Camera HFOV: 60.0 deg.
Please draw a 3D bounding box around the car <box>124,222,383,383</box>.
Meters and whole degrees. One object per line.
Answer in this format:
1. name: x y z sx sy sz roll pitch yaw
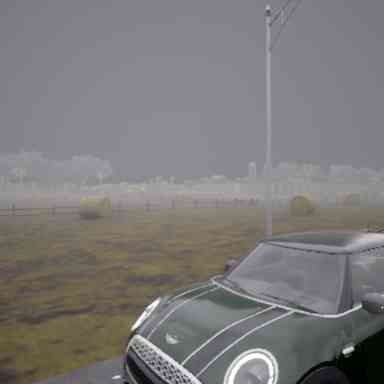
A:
1. car: 1.485 1.343 4.139 4.553 1.767 2.097 0 0 -36
